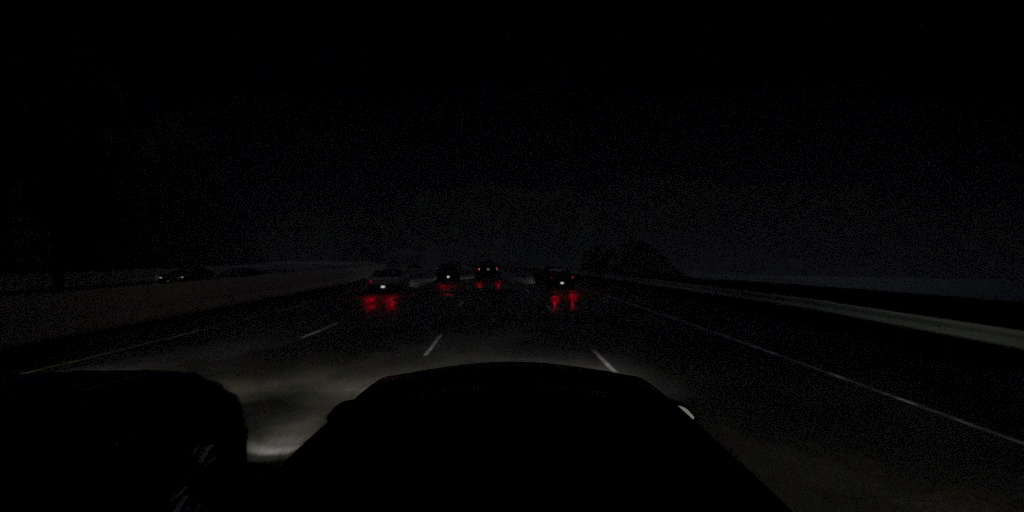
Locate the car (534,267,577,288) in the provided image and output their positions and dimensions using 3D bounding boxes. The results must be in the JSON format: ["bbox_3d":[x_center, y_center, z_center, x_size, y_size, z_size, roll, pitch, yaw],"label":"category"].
[{"bbox_3d":[2.762,1.365,24.149,1.895,1.301,4.718,-1,0,-8],"label":"car"}]

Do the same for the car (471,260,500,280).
[{"bbox_3d":[-2.399,1.196,33.222,2.097,1.767,4.553,-1,0,-9],"label":"car"}]

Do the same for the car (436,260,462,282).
[{"bbox_3d":[-5.395,1.378,30.558,1.837,1.490,4.892,0,0,-9],"label":"car"}]

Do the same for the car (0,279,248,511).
[{"bbox_3d":[-3.373,1.140,1.251,2.097,1.767,4.553,-1,0,0],"label":"car"}]

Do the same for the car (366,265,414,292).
[{"bbox_3d":[-7.714,1.484,22.745,1.895,1.301,4.718,-1,0,-8],"label":"car"}]

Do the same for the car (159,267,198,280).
[{"bbox_3d":[-26.697,1.649,29.738,1.812,1.442,4.674,-1,0,-9],"label":"car"}]

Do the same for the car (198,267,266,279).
[{"bbox_3d":[-19.048,1.545,25.049,1.812,1.442,4.674,-1,0,-7],"label":"car"}]
